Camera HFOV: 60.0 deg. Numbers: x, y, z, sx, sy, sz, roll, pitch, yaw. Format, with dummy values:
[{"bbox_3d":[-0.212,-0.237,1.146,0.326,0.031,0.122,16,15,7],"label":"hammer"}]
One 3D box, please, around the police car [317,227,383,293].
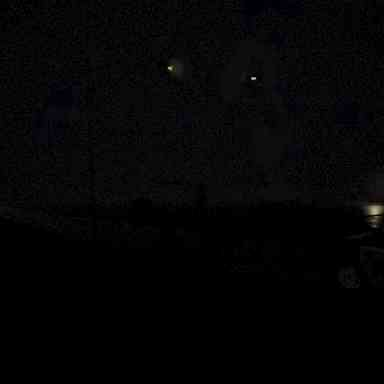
[{"bbox_3d":[5.112,1.391,6.626,1.930,1.638,5.238,-1,0,-37],"label":"police car"}]
